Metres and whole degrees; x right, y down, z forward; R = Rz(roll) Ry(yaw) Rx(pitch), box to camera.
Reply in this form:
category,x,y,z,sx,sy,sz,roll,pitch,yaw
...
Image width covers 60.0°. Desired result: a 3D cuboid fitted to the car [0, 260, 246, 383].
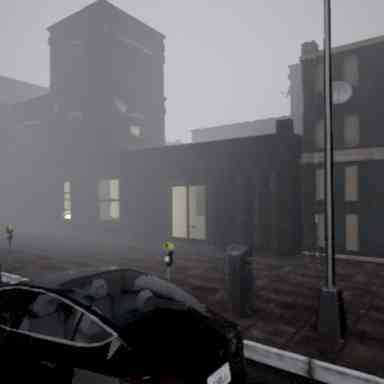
category,x,y,z,sx,sy,sz,roll,pitch,yaw
car,-1.470,1.577,3.930,4.313,1.339,1.947,0,-1,35
